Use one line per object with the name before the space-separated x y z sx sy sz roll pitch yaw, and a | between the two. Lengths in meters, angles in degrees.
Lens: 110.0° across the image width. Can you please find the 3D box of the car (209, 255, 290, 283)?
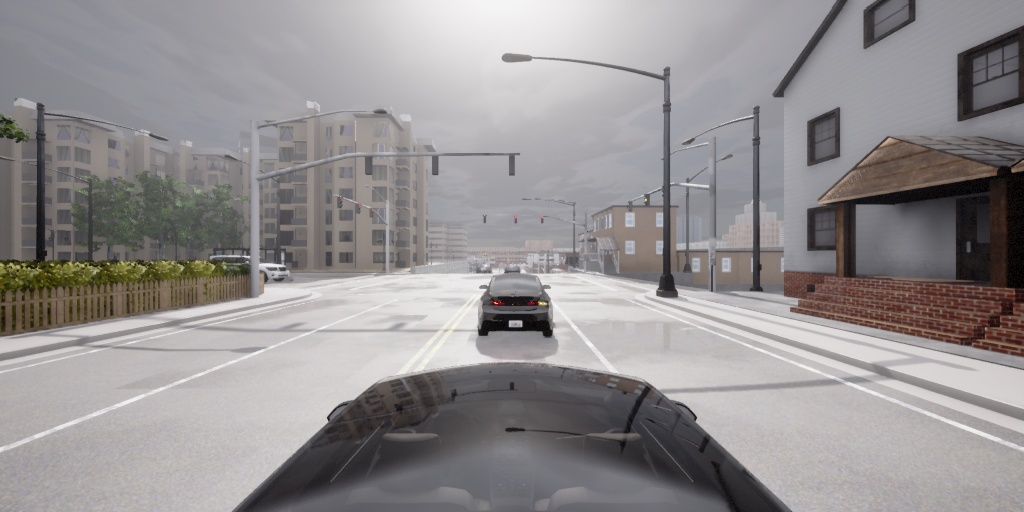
car | -19.956 0.971 27.050 5.566 2.045 2.150 0 0 1

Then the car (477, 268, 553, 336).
car | 0.092 1.255 10.360 1.837 1.490 4.892 0 0 0

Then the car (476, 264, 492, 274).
car | -3.618 1.755 47.174 2.128 1.511 4.902 0 -5 0

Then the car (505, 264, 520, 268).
car | 0.049 1.818 47.117 1.994 1.385 4.181 0 -4 0
